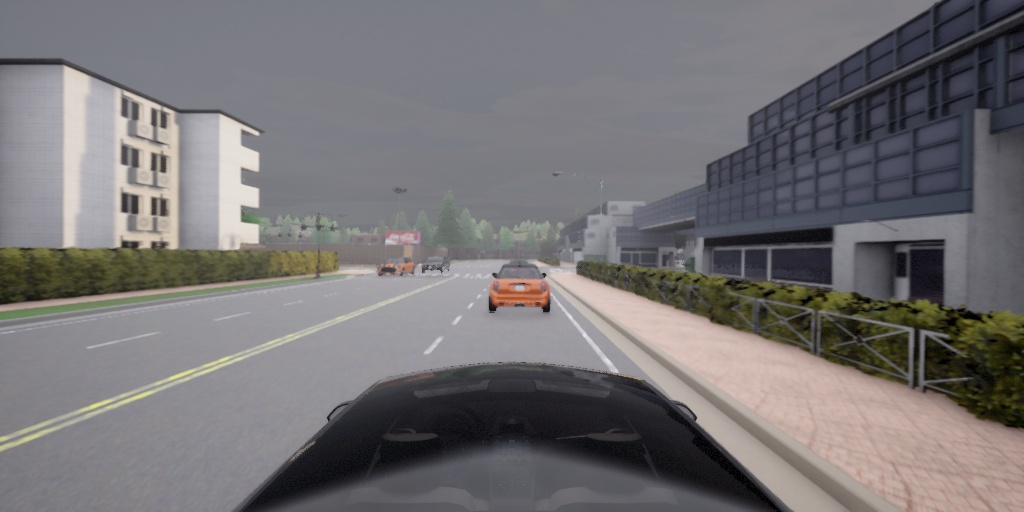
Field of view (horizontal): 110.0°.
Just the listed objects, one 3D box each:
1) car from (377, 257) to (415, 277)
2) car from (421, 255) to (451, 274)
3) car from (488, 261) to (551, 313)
[{"bbox_3d":[-10.066,0.853,31.488,2.097,1.767,4.553,1,0,1],"label":"car"},{"bbox_3d":[-6.566,0.676,31.401,1.837,1.490,4.892,1,0,1],"label":"car"},{"bbox_3d":[0.276,1.036,13.766,2.097,1.767,4.553,1,0,1],"label":"car"}]
